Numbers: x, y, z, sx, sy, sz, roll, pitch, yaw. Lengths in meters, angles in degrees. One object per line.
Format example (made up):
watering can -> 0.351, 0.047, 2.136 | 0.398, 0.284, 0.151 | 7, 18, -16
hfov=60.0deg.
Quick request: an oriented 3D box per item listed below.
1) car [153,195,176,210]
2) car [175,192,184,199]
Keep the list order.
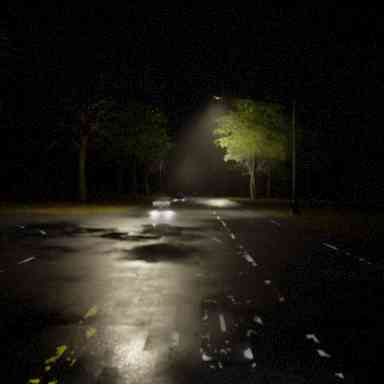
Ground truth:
car -> -3.134, 1.252, 36.229 | 1.895, 1.301, 4.718 | 0, 0, 0
car -> -2.789, 0.848, 75.198 | 1.882, 1.535, 5.008 | 0, 0, 0
